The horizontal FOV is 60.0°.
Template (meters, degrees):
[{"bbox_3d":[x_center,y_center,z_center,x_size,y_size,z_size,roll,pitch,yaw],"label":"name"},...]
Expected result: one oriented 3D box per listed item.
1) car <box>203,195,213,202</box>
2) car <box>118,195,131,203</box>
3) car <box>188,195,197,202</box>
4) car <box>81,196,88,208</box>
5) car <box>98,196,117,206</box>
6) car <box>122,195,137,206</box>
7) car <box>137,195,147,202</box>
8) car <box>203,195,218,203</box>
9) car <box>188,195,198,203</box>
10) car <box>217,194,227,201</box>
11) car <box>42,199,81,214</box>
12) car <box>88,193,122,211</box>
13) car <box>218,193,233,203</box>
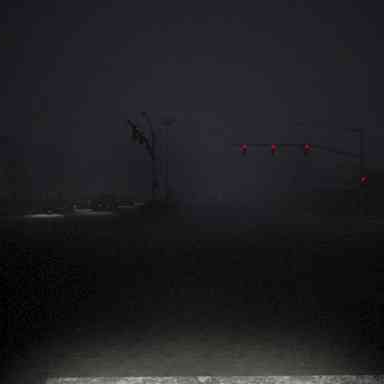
[{"bbox_3d":[3.631,1.458,78.214,2.128,1.511,4.902,0,0,0],"label":"car"},{"bbox_3d":[-13.886,1.448,68.446,1.812,1.442,4.674,0,0,0],"label":"car"},{"bbox_3d":[0.131,1.485,78.185,1.994,1.385,4.181,0,0,0],"label":"car"},{"bbox_3d":[-14.022,1.315,44.912,2.097,1.767,4.553,0,0,0],"label":"car"},{"bbox_3d":[-13.991,1.431,55.533,1.882,1.535,5.008,0,0,0],"label":"car"},{"bbox_3d":[-10.502,1.481,53.237,1.812,1.442,4.674,0,0,0],"label":"car"},{"bbox_3d":[-10.387,1.442,68.446,2.128,1.511,4.902,0,0,0],"label":"car"},{"bbox_3d":[3.712,1.447,67.814,1.837,1.490,4.892,0,0,0],"label":"car"},{"bbox_3d":[0.213,1.447,68.112,1.837,1.490,4.892,0,0,0],"label":"car"},{"bbox_3d":[7.135,1.286,80.170,2.097,1.767,4.553,0,0,1],"label":"car"},{"bbox_3d":[-14.041,1.519,35.483,2.033,1.411,5.357,0,0,0],"label":"car"},{"bbox_3d":[-10.544,1.189,40.773,2.150,2.045,5.566,0,0,0],"label":"car"},{"bbox_3d":[7.216,1.160,69.100,2.150,2.045,5.566,0,0,0],"label":"car"}]
